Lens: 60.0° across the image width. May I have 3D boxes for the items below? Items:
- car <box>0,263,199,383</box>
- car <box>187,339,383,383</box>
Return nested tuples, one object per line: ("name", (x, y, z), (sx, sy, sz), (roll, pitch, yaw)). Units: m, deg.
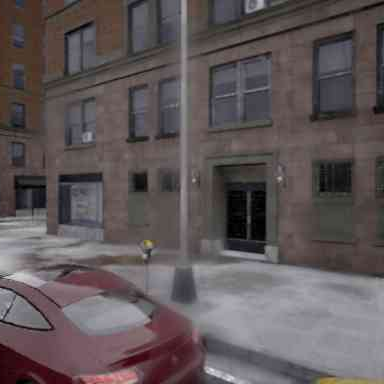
("car", (-1.805, 1.575, 4.098), (4.206, 1.307, 1.802), (0, 0, 36))
("car", (2.463, 1.528, 1.053), (4.829, 1.417, 1.752), (0, 0, 36))
